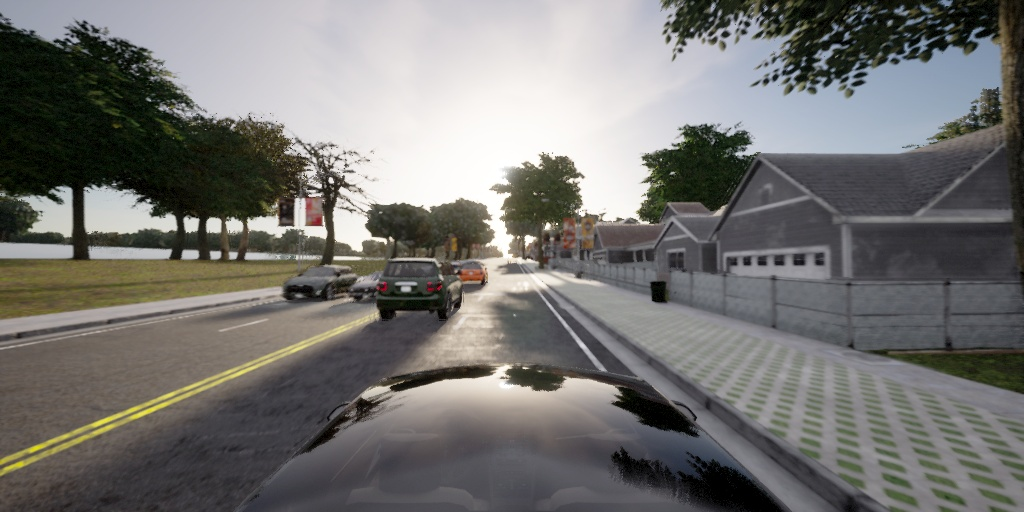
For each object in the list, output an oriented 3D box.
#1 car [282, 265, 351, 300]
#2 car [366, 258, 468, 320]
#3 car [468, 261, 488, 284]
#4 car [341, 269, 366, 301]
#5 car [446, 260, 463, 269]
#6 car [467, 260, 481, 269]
[{"bbox_3d":[-9.844,1.281,18.831,2.097,1.767,4.553,0,-1,0],"label":"car"},{"bbox_3d":[-3.158,1.097,13.291,2.150,2.045,5.566,0,-1,0],"label":"car"},{"bbox_3d":[-3.144,1.347,29.612,2.097,1.767,4.553,0,0,0],"label":"car"},{"bbox_3d":[-6.595,1.476,18.844,2.033,1.411,5.357,0,-1,0],"label":"car"},{"bbox_3d":[-9.759,1.419,61.451,2.033,1.411,5.357,0,1,1],"label":"car"},{"bbox_3d":[-6.511,1.472,61.488,1.895,1.301,4.718,0,1,1],"label":"car"}]
